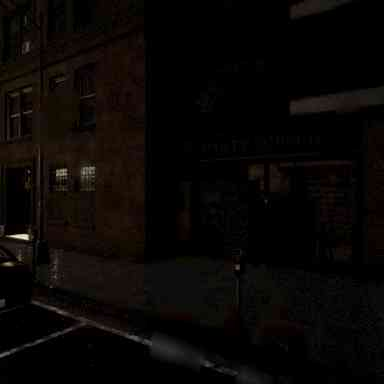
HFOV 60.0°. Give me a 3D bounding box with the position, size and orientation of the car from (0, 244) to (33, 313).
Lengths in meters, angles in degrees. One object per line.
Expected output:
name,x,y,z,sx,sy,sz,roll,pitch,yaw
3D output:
car,-4.857,1.551,6.534,4.403,1.369,2.008,0,0,35
